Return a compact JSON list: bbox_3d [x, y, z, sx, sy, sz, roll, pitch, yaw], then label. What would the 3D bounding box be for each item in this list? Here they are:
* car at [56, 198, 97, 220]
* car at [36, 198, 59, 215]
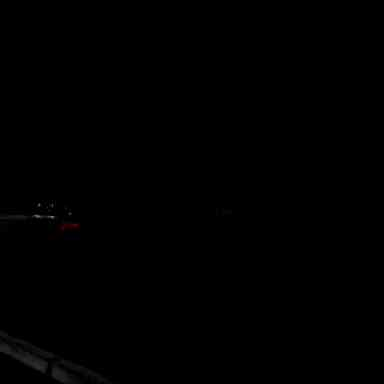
[{"bbox_3d":[-8.206,1.504,27.059,2.128,1.511,4.902,1,-1,22],"label":"car"},{"bbox_3d":[-13.360,1.393,33.558,2.097,1.767,4.553,1,-2,21],"label":"car"}]
